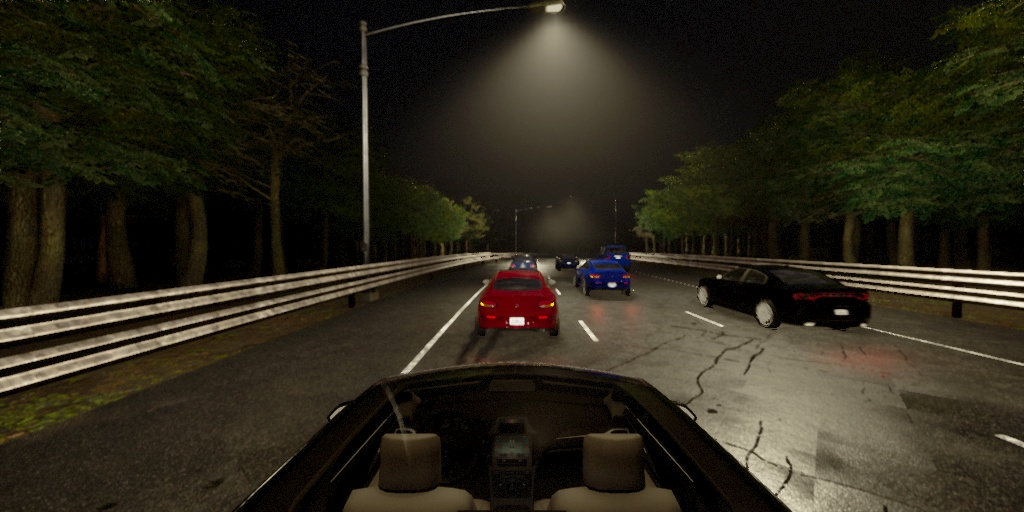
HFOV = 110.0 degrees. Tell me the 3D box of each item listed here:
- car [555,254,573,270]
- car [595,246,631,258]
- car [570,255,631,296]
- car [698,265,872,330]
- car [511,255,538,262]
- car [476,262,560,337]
[{"bbox_3d":[4.822,0.507,31.396,1.994,1.385,4.181,0,1,4],"label":"car"},{"bbox_3d":[8.173,0.203,29.470,2.150,2.045,5.566,0,1,5],"label":"car"},{"bbox_3d":[3.922,0.865,15.964,1.812,1.442,4.674,0,2,2],"label":"car"},{"bbox_3d":[7.206,0.981,10.219,1.882,1.535,5.008,0,2,2],"label":"car"},{"bbox_3d":[0.882,0.622,25.727,2.033,1.411,5.357,0,1,4],"label":"car"},{"bbox_3d":[0.177,1.055,9.370,1.812,1.442,4.674,0,2,2],"label":"car"}]
